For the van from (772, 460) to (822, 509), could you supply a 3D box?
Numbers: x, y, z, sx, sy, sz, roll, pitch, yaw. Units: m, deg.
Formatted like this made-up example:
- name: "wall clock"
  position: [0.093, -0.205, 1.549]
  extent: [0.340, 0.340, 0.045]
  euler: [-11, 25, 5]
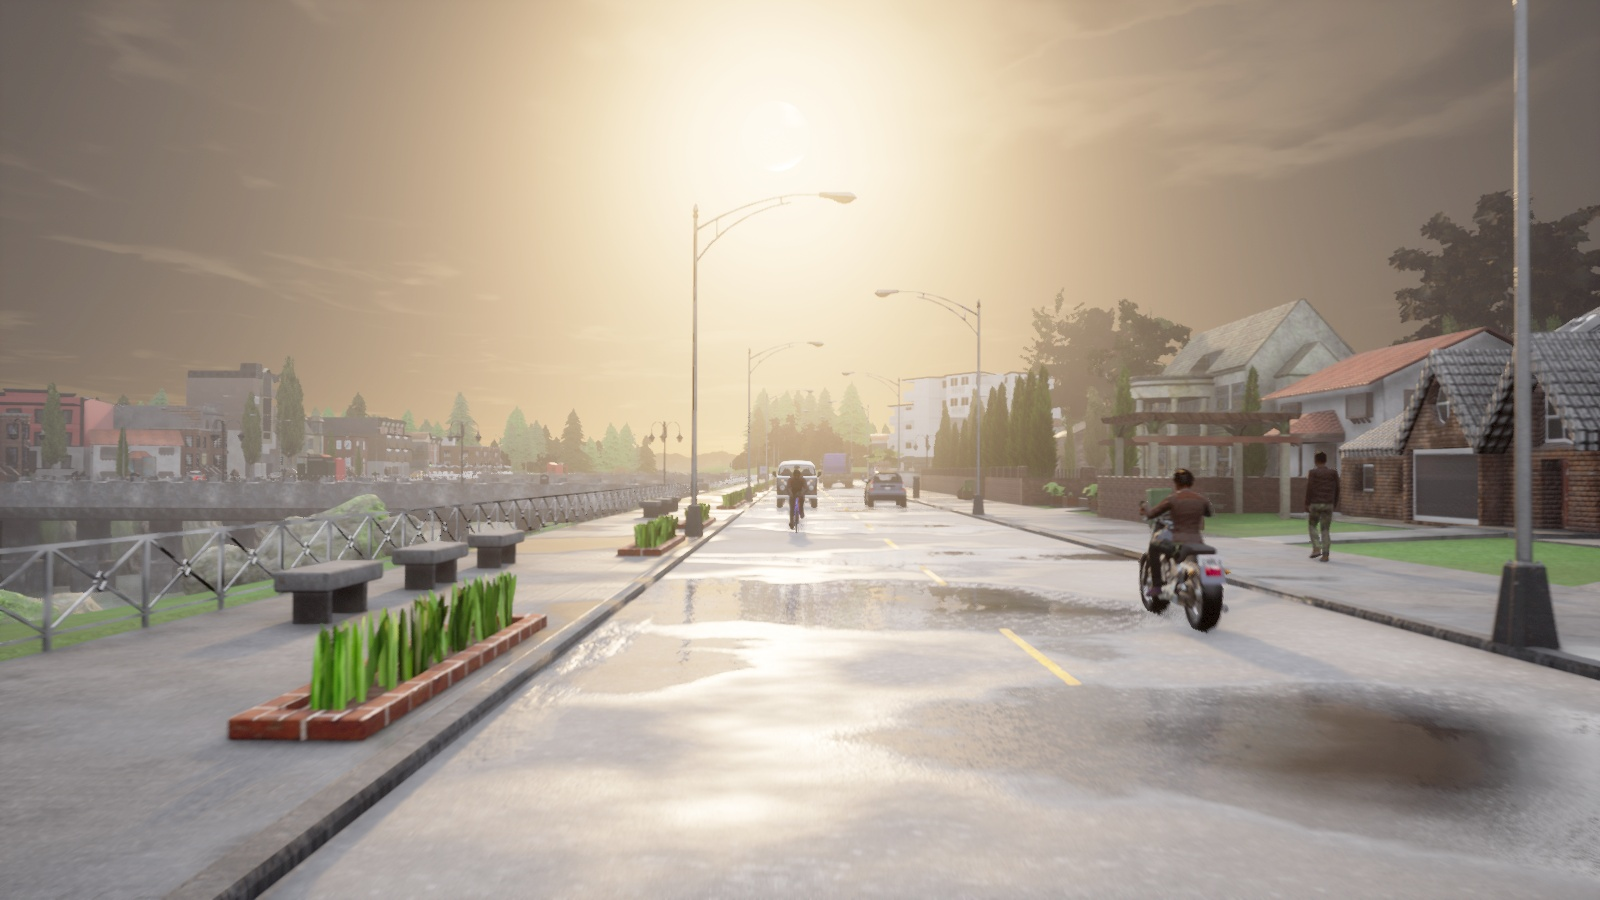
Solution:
- name: "van"
  position: [-0.127, 1.471, 54.526]
  extent: [2.069, 2.038, 4.480]
  euler: [0, -1, 0]

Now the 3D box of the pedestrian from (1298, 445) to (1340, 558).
- name: "pedestrian"
  position: [8.598, 0.847, 20.823]
  extent: [0.431, 1.840, 0.703]
  euler: [0, -1, 3]

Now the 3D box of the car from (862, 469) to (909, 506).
- name: "car"
  position: [3.868, 1.679, 57.394]
  extent: [1.851, 1.617, 3.988]
  euler: [0, -1, 0]

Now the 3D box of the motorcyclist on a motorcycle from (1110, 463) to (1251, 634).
- name: "motorcyclist on a motorcycle"
  position: [3.969, 0.978, 13.332]
  extent: [0.766, 1.649, 2.350]
  euler: [0, -1, 0]
